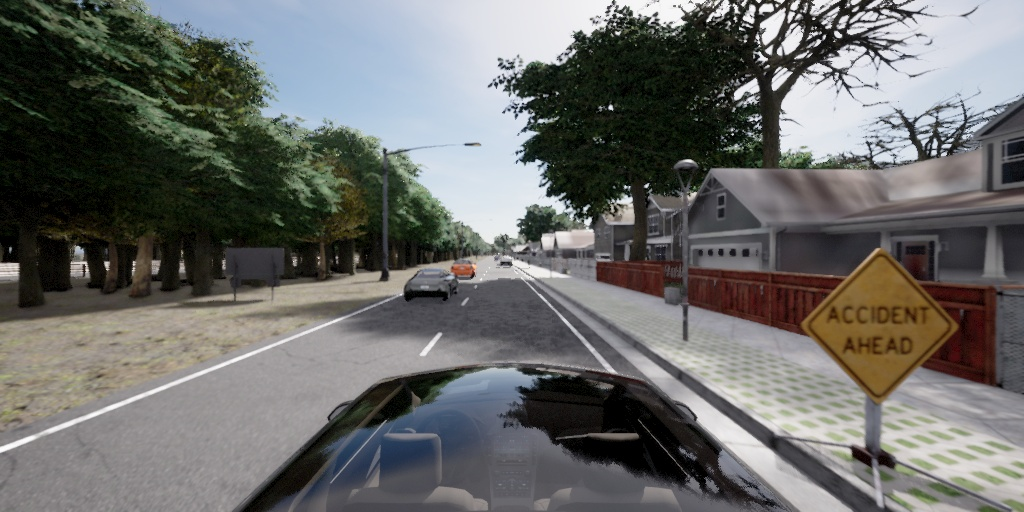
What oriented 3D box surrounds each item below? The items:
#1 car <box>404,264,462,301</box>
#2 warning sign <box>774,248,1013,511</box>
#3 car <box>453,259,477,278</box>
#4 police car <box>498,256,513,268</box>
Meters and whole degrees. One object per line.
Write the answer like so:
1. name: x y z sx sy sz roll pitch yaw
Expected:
1. car: -3.767 1.287 17.232 1.994 1.385 4.181 0 0 -2
2. warning sign: 3.051 0.862 3.037 1.300 1.860 1.060 0 0 0
3. car: -4.348 1.051 32.752 2.097 1.767 4.553 0 0 -2
4. police car: -0.889 1.094 58.315 1.930 1.638 5.238 0 0 -2
